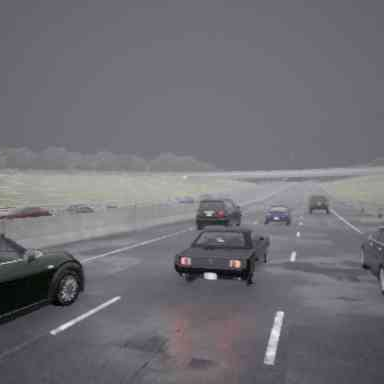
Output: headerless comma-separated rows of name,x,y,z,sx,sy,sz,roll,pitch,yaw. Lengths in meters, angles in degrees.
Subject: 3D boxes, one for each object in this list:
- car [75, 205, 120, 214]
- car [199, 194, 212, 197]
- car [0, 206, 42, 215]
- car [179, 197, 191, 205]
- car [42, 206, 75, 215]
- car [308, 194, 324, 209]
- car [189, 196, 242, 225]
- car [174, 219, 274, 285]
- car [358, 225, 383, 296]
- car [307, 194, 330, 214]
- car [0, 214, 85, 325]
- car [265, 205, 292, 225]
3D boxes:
car,-7.485,1.963,28.319,1.812,1.442,4.674,-1,-1,19
car,2.916,1.409,68.852,2.150,2.045,5.566,-1,1,19
car,-14.709,1.994,28.890,1.882,1.535,5.008,-1,-1,19
car,-1.147,1.751,67.812,1.882,1.535,5.008,-1,1,19
car,-10.616,1.979,30.013,2.128,1.511,4.902,-1,-1,19
car,18.635,1.337,50.061,2.150,2.045,5.566,-1,0,19
car,1.941,1.503,22.901,2.150,2.045,5.566,-1,-1,19
car,1.170,1.715,9.951,1.895,1.301,4.718,-1,-1,19
car,5.531,1.559,8.416,1.837,1.490,4.892,-1,-1,19
car,15.166,1.440,39.760,2.150,2.045,5.566,-1,0,20
car,-3.961,1.463,5.827,2.097,1.767,4.553,-1,-1,19
car,7.035,1.795,26.903,1.812,1.442,4.674,-1,-1,19
